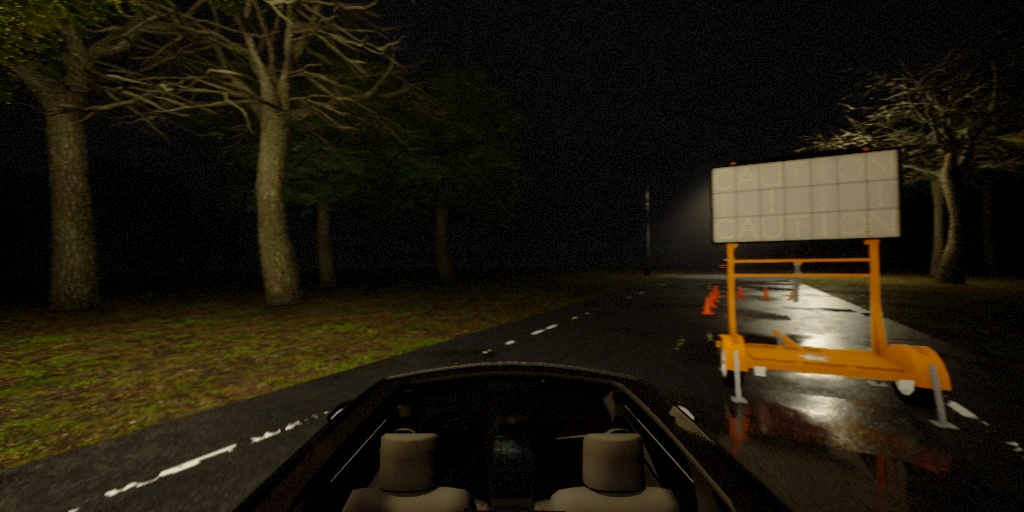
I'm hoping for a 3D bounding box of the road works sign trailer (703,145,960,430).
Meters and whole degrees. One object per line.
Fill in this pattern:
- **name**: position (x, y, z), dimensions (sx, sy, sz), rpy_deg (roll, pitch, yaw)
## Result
- **road works sign trailer**: position (4.585, 0.184, 5.755), dimensions (2.380, 3.560, 2.880), rpy_deg (0, 0, 24)
